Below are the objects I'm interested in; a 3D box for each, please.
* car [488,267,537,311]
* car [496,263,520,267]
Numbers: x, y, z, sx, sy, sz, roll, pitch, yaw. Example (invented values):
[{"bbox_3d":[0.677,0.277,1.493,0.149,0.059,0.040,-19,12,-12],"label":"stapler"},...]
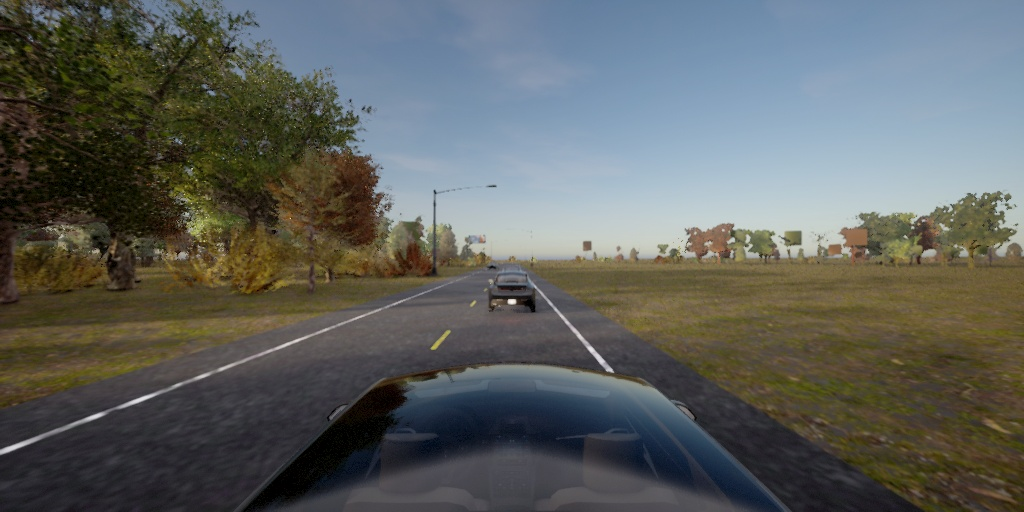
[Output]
[{"bbox_3d":[0.017,1.400,15.335,1.837,1.490,4.892,0,0,1],"label":"car"},{"bbox_3d":[0.010,1.542,30.344,2.128,1.511,4.902,0,0,1],"label":"car"}]
